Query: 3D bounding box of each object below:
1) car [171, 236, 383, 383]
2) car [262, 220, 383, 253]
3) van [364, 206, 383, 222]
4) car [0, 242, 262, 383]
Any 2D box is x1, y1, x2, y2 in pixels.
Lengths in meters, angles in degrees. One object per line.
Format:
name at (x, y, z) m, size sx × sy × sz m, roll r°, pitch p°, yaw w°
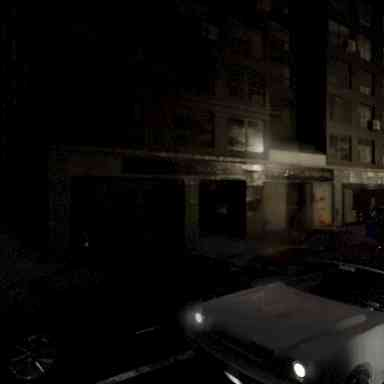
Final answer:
car at (2.241, 1.598, 4.661) m, size 4.718 × 1.301 × 1.895 m, roll 0°, pitch 0°, yaw -35°
car at (3.275, 1.577, 8.528) m, size 4.206 × 1.307 × 1.802 m, roll 0°, pitch 0°, yaw -36°
van at (7.680, 1.332, 11.673) m, size 3.998 × 1.788 × 1.690 m, roll 0°, pitch 0°, yaw -36°
car at (-1.130, 1.564, 5.383) m, size 4.313 × 1.339 × 1.947 m, roll 0°, pitch 0°, yaw -36°
